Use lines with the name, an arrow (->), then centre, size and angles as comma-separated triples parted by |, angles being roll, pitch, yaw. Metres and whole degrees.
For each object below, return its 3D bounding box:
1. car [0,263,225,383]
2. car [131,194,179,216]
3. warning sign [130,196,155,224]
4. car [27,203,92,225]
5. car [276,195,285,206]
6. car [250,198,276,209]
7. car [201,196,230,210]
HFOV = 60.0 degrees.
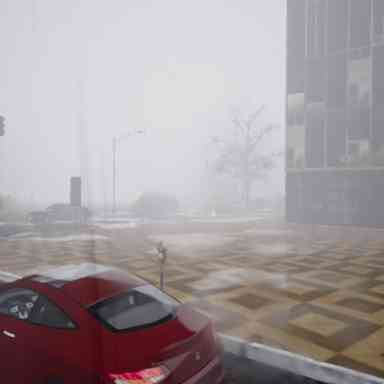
car -> -1.601, 1.591, 4.169 | 4.206, 1.307, 1.802 | 0, 1, 36
car -> -3.526, 1.215, 33.021 | 2.150, 2.045, 5.566 | 1, 1, 35
warning sign -> -3.420, 1.187, 22.912 | 1.300, 1.860, 1.060 | 1, 0, 35
car -> -9.553, 1.536, 24.279 | 1.812, 1.442, 4.674 | 1, 1, 36
car -> 15.354, 1.330, 55.018 | 2.097, 1.767, 4.553 | 1, 1, 35
car -> 9.791, 1.522, 46.847 | 1.812, 1.442, 4.674 | 1, 1, 35
car -> 3.054, 1.326, 42.571 | 2.097, 1.767, 4.553 | 1, 1, 35
